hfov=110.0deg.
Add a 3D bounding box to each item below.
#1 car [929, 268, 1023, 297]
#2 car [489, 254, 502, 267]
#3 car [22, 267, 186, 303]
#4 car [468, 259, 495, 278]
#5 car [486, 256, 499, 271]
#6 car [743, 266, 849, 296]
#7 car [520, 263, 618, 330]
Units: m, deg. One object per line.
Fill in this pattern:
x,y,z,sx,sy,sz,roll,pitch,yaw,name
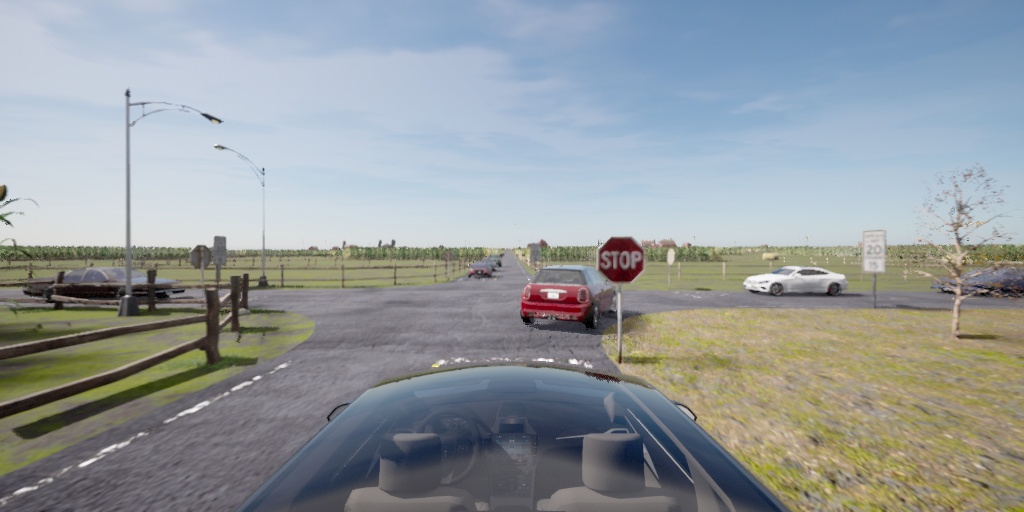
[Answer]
25.063,1.309,18.452,5.357,1.411,2.033,0,0,0,car
-2.786,0.709,56.997,2.150,2.045,5.566,0,1,0,car
-17.382,1.204,15.417,5.357,1.411,2.033,0,0,0,car
-2.828,1.193,32.193,1.994,1.385,4.181,0,0,-2,car
-2.830,1.079,42.511,1.837,1.490,4.892,0,0,0,car
14.516,1.257,18.430,4.674,1.442,1.812,0,0,0,car
2.001,1.076,11.445,2.097,1.767,4.553,1,0,25,car
